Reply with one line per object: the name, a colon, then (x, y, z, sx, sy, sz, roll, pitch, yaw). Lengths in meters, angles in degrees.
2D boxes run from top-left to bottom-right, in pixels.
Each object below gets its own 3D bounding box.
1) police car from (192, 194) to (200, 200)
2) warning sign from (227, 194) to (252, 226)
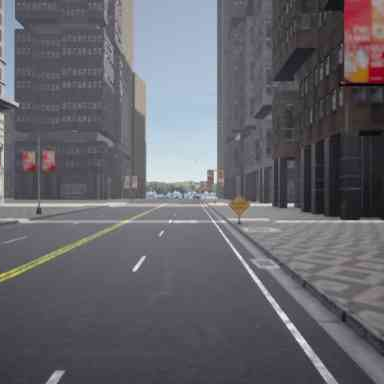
police car: (1.137, 1.435, 90.154, 1.930, 1.638, 5.238, 0, 0, 0)
warning sign: (2.847, 1.085, 20.045, 1.300, 1.860, 1.060, 0, 0, 0)
